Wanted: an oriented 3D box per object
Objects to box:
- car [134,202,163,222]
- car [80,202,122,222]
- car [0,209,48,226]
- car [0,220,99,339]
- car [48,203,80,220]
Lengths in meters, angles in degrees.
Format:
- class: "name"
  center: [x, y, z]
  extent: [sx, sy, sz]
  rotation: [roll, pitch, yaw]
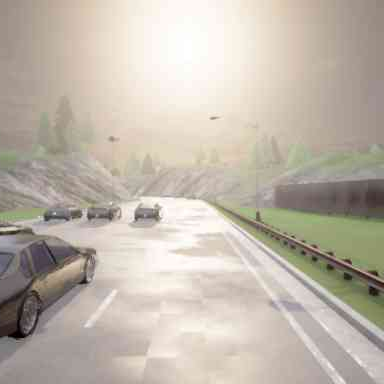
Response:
- class: "car"
  center: [-3.405, 1.530, 26.596]
  extent: [2.128, 1.511, 4.902]
  rotation: [0, 0, 0]
- class: "car"
  center: [-6.905, 1.530, 26.596]
  extent: [2.128, 1.511, 4.902]
  rotation: [0, 0, 0]
- class: "car"
  center: [-6.909, 1.507, 10.763]
  extent: [2.128, 1.511, 4.902]
  rotation: [0, 0, 0]
- class: "car"
  center: [-3.416, 1.557, 6.524]
  extent: [2.033, 1.411, 5.357]
  rotation: [0, 0, 0]
- class: "car"
  center: [-10.405, 1.603, 27.234]
  extent: [1.994, 1.385, 4.181]
  rotation: [0, 0, 0]
